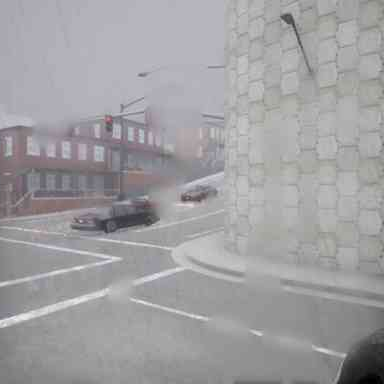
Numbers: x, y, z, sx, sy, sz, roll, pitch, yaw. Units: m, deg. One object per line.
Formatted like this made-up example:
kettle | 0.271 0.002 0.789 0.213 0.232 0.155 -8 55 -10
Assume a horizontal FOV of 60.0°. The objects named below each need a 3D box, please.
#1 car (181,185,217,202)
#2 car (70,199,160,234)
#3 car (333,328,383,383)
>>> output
car | 0.685 0.077 32.107 1.994 1.385 4.181 0 9 36
car | -4.155 1.421 18.830 2.033 1.411 5.357 0 3 35
car | 3.318 1.492 1.597 4.902 1.511 2.128 0 0 36
